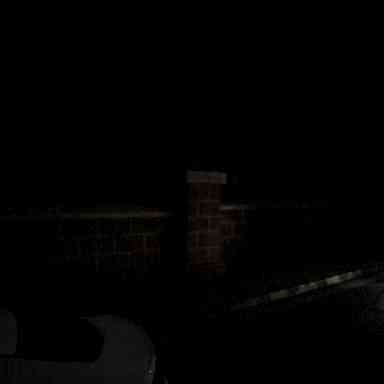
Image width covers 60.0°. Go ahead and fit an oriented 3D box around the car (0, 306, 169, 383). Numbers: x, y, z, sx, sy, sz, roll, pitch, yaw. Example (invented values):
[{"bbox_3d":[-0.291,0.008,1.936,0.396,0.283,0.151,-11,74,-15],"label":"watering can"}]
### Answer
[{"bbox_3d":[-2.294,1.526,1.726,4.674,1.442,1.812,0,0,-35],"label":"car"}]
